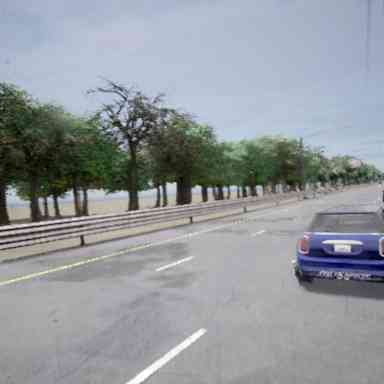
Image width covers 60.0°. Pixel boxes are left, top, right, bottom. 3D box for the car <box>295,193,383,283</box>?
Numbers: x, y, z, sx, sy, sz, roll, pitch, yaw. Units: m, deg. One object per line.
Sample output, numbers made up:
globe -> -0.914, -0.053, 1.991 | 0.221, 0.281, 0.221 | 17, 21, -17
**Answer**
car -> 4.205, 1.097, 8.556 | 2.097, 1.767, 4.553 | -4, 0, 33
